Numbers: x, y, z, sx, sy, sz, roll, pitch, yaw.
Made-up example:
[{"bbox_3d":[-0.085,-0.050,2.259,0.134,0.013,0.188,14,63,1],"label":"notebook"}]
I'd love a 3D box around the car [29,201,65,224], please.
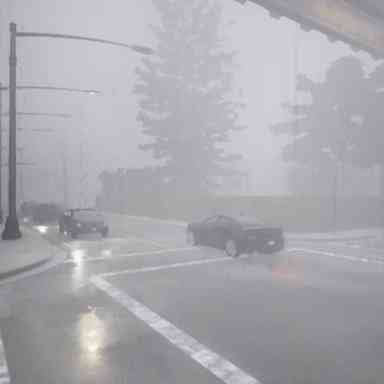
[{"bbox_3d":[-11.933,1.701,27.702,1.882,1.535,5.008,0,-1,-33],"label":"car"}]

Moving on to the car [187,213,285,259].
[{"bbox_3d":[1.522,1.590,13.426,1.882,1.535,5.008,1,-1,-28],"label":"car"}]

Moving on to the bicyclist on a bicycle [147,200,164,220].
[{"bbox_3d":[-3.030,1.531,27.733,1.656,1.620,0.582,0,0,-33],"label":"bicyclist on a bicycle"}]

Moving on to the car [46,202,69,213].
[{"bbox_3d":[-17.398,1.946,42.880,1.895,1.301,4.718,0,-1,-32],"label":"car"}]

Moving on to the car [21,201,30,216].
[{"bbox_3d":[-17.577,1.797,36.427,1.837,1.490,4.892,0,-1,-33],"label":"car"}]

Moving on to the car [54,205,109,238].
[{"bbox_3d":[-6.318,1.681,19.094,1.812,1.442,4.674,0,-1,-33],"label":"car"}]
